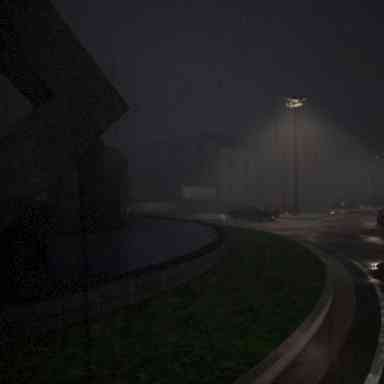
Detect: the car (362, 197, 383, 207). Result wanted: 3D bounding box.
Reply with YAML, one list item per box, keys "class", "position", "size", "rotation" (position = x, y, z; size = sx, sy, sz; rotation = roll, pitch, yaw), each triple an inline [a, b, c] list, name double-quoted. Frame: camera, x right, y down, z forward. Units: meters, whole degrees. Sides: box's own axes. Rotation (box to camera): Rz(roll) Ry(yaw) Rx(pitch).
- class: "car"
  position: [32.222, 1.823, 58.279]
  size: [4.892, 1.490, 1.837]
  rotation: [0, -1, -43]

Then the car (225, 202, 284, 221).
- class: "car"
  position: [5.566, 1.889, 30.252]
  size: [1.895, 1.301, 4.718]
  rotation: [0, -1, -37]

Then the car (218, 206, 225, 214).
- class: "car"
  position: [5.400, 1.937, 41.056]
  size: [4.674, 1.442, 1.812]
  rotation: [0, -1, -28]

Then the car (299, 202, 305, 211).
- class: "car"
  position: [14.000, 1.946, 46.637]
  size: [4.181, 1.385, 1.994]
  rotation: [0, -1, -39]

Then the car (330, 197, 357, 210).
- class: "car"
  position: [22.336, 1.674, 49.255]
  size: [4.553, 1.767, 2.097]
  rotation: [0, -1, -42]

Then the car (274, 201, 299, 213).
- class: "car"
  position: [10.343, 1.909, 39.871]
  size: [4.181, 1.385, 1.994]
  rotation: [0, -1, -32]

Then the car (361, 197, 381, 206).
- class: "car"
  position: [35.615, 1.850, 66.157]
  size: [5.008, 1.535, 1.882]
  rotation: [0, -1, -43]

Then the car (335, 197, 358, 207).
- class: "car"
  position: [27.078, 1.726, 58.305]
  size: [4.553, 1.767, 2.097]
  rotation: [0, -1, -43]

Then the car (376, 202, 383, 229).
- class: "car"
  position: [13.432, 1.636, 21.956]
  size: [1.812, 1.442, 4.674]
  rotation: [-1, -1, 25]
